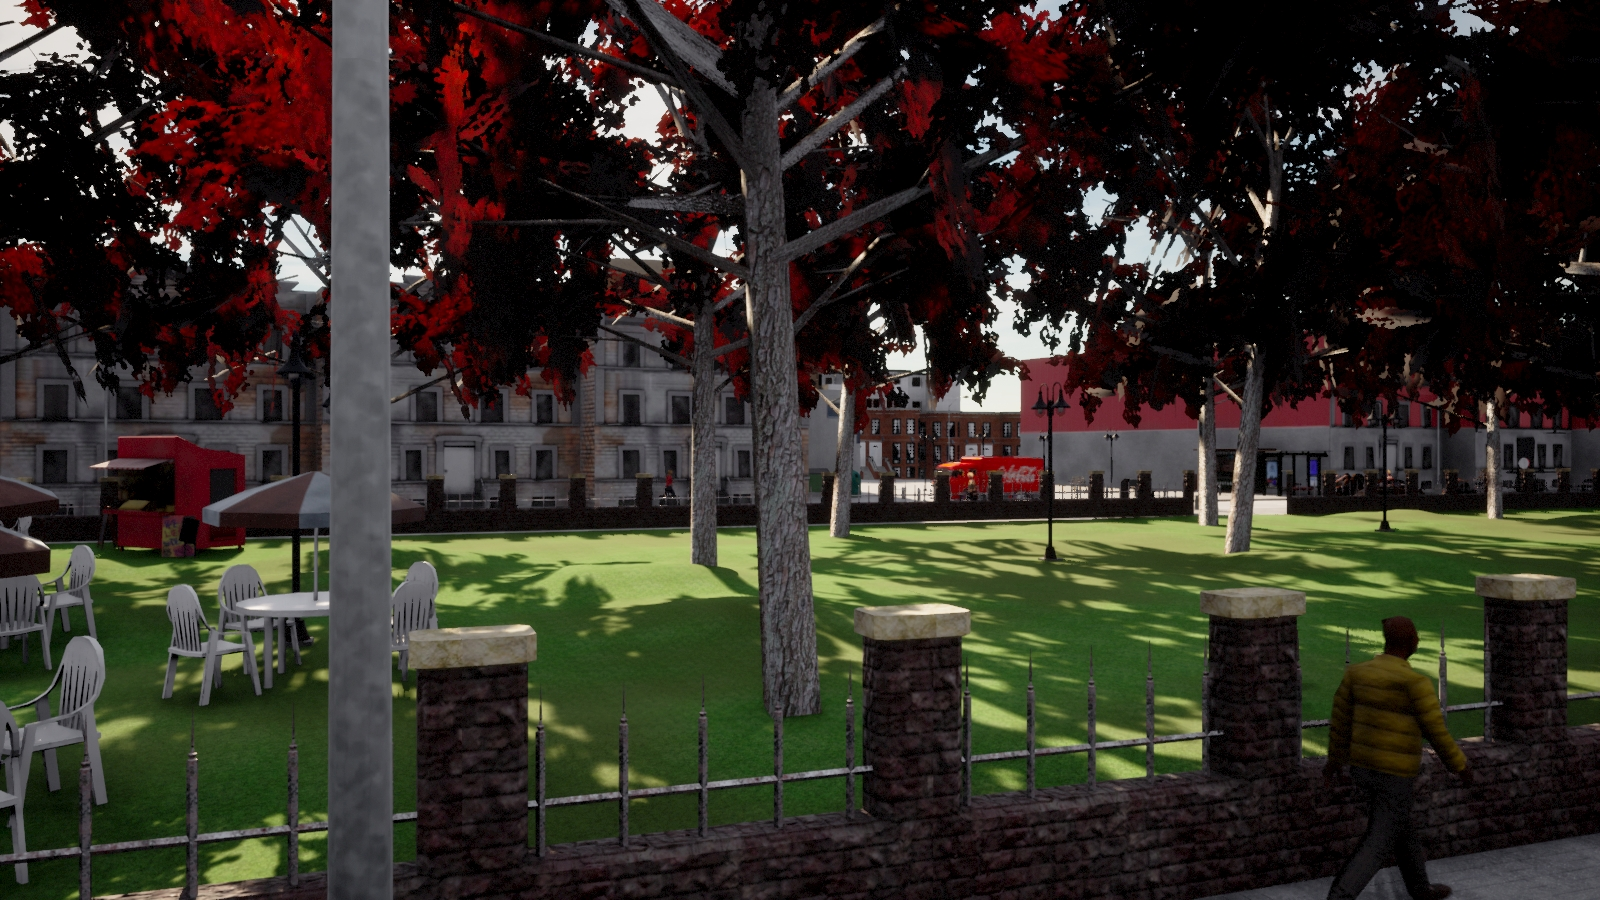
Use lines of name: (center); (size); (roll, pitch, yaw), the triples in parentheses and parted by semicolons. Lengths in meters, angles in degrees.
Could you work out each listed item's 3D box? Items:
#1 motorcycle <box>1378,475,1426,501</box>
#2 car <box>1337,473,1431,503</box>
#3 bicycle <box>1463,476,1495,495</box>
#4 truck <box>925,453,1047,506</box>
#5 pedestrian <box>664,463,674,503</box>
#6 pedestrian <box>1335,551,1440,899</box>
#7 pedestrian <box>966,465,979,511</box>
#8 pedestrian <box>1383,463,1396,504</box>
motorcycle: (31.155, 1.969, 59.127); (2.356, 1.277, 0.764); (0, 0, -20)
car: (29.992, 1.930, 58.701); (4.181, 1.385, 1.994); (-1, 0, -20)
bicycle: (39.455, 2.059, 66.386); (1.487, 1.080, 0.859); (0, 0, -20)
truck: (8.975, 1.359, 55.297); (5.204, 2.467, 2.627); (0, 0, -20)
pedestrian: (-6.143, 1.530, 53.505); (0.375, 1.860, 0.375); (0, 0, -20)
pedestrian: (3.338, 1.527, 6.500); (0.375, 1.860, 0.375); (0, 0, -20)
pedestrian: (6.937, 1.532, 46.043); (0.375, 1.860, 0.375); (0, 0, -25)
pedestrian: (27.094, 1.542, 52.525); (0.375, 1.860, 0.375); (0, 0, -20)
